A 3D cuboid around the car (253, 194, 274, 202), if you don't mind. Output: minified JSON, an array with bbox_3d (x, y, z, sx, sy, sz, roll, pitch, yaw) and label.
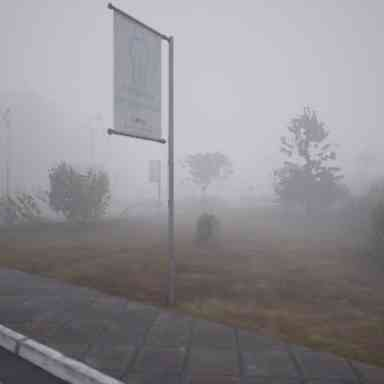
[{"bbox_3d":[13.364,1.037,59.878,2.128,1.511,4.902,0,1,31],"label":"car"}]

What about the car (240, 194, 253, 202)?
[{"bbox_3d":[10.645,1.028,62.122,2.128,1.511,4.902,0,1,31],"label":"car"}]

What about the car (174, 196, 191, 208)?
[{"bbox_3d":[-0.892,1.369,46.315,1.882,1.535,5.008,0,1,39],"label":"car"}]

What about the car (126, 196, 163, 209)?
[{"bbox_3d":[-6.232,1.536,45.562,1.895,1.301,4.718,0,1,39],"label":"car"}]

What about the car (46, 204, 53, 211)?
[{"bbox_3d":[-15.021,1.600,40.208,1.895,1.301,4.718,0,0,39],"label":"car"}]

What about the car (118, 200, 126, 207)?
[{"bbox_3d":[-8.437,1.405,48.404,1.882,1.535,5.008,0,1,39],"label":"car"}]

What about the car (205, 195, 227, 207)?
[{"bbox_3d":[2.938,1.219,45.503,2.097,1.767,4.553,0,1,39],"label":"car"}]

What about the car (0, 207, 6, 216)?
[{"bbox_3d":[-18.627,1.513,30.121,1.837,1.490,4.892,0,0,39],"label":"car"}]
